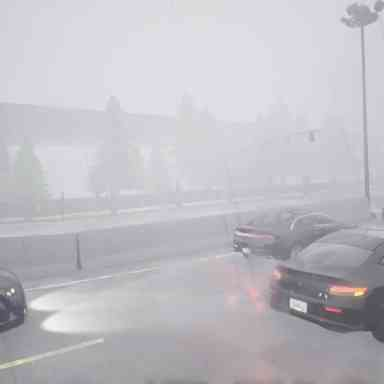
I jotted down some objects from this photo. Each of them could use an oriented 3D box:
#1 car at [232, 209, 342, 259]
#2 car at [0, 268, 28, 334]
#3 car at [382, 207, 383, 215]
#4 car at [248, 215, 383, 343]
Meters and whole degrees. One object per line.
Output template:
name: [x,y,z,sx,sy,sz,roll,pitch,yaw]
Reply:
car: [3.457,1.305,10.557,4.902,1.511,2.128,-3,2,-36]
car: [-4.673,1.563,4.718,4.181,1.385,1.994,0,0,-36]
car: [10.947,0.821,15.953,4.892,1.490,1.837,-4,2,-36]
car: [3.414,1.426,6.213,4.674,1.442,1.812,-2,1,-36]
